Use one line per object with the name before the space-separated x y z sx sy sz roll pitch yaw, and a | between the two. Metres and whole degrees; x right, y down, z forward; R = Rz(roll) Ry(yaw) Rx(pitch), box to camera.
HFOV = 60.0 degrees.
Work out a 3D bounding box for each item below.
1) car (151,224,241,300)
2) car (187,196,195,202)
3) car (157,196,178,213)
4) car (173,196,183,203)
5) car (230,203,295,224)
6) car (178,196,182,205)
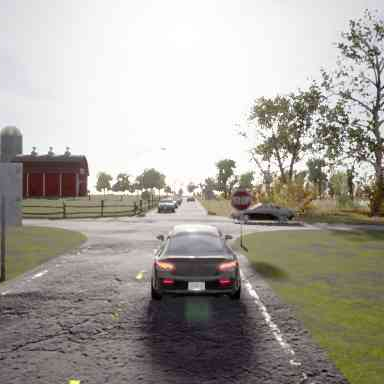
car | 0.072 1.529 8.290 1.812 1.442 4.674 0 0 0
car | -0.235 1.655 80.420 1.994 1.385 4.181 0 0 0
car | -2.920 1.534 38.365 1.837 1.490 4.892 0 0 -1
car | -2.961 1.628 71.986 1.994 1.385 4.181 0 0 0
car | 5.400 1.624 25.697 4.902 1.511 2.128 1 0 0
car | -2.982 1.590 48.151 2.033 1.411 5.357 0 0 0
